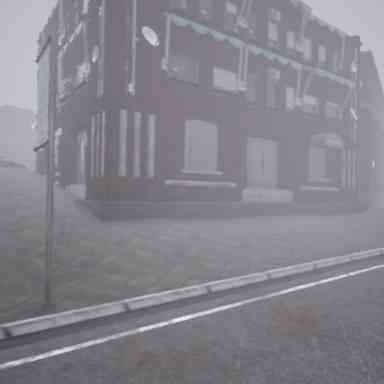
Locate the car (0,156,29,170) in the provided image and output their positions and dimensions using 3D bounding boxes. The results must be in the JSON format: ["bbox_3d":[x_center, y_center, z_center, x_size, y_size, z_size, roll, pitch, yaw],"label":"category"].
[{"bbox_3d":[-17.043,-2.492,29.676,2.002,1.452,4.674,0,-2,40],"label":"car"}]
